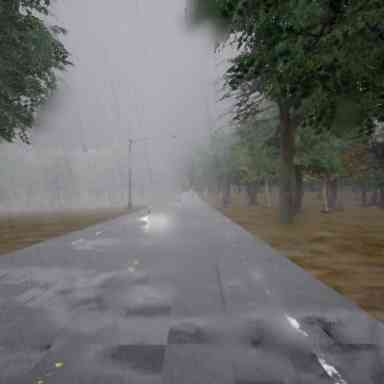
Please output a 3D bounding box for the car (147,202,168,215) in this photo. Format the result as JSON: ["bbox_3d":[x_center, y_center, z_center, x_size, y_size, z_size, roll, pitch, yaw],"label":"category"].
[{"bbox_3d":[-3.597,1.734,35.283,1.895,1.301,4.718,0,0,0],"label":"car"}]

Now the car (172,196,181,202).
[{"bbox_3d":[-3.507,1.623,76.588,1.837,1.490,4.892,0,0,0],"label":"car"}]
